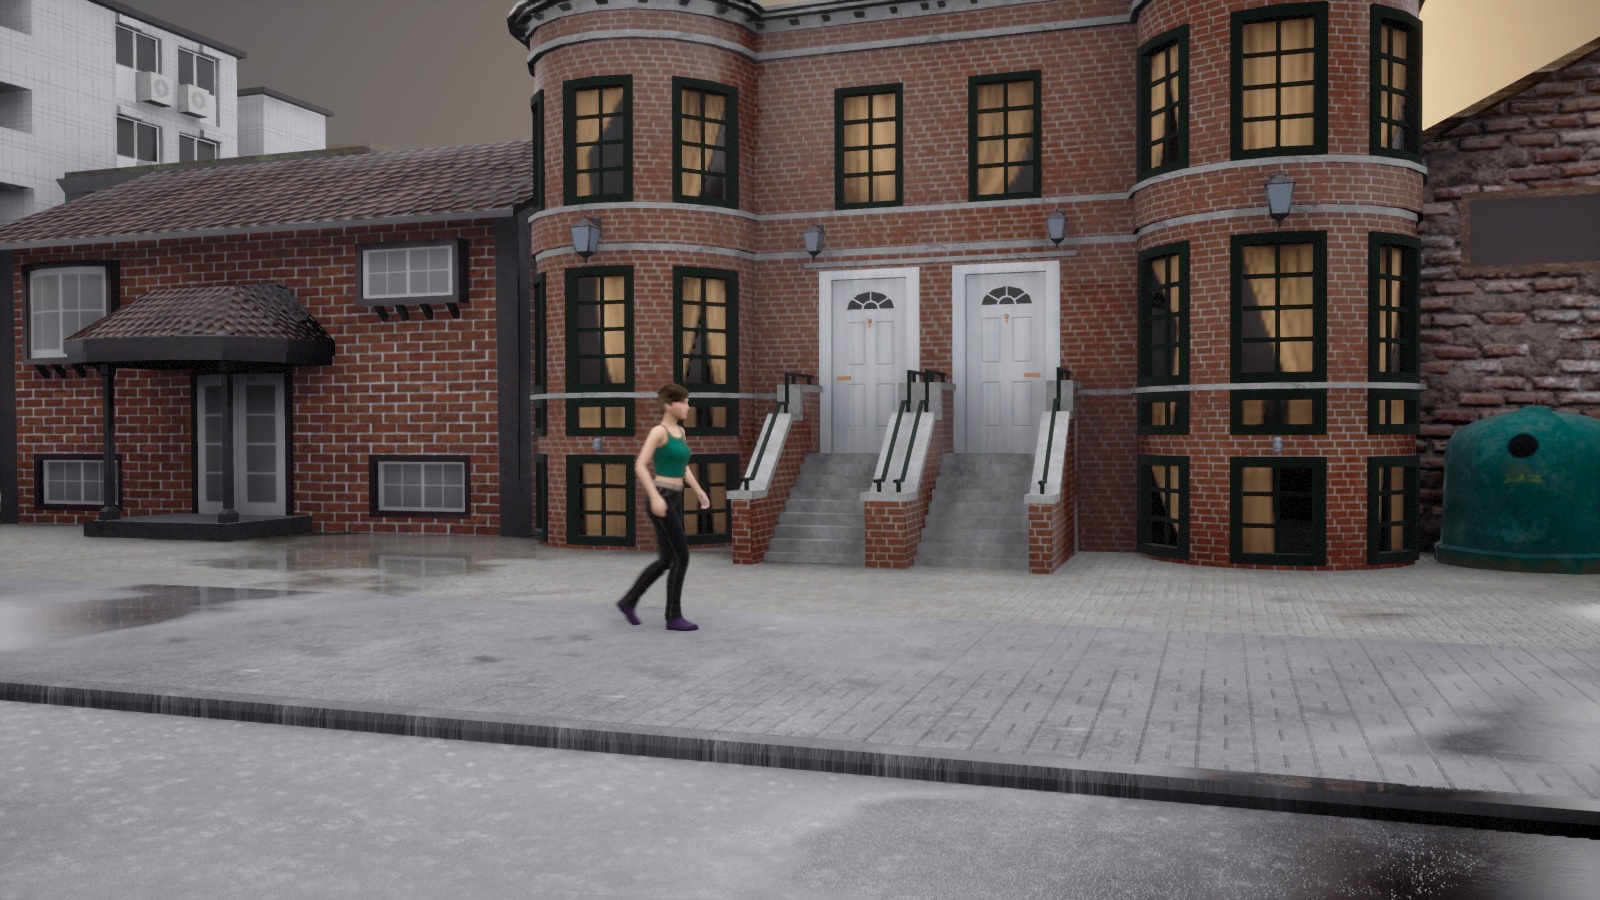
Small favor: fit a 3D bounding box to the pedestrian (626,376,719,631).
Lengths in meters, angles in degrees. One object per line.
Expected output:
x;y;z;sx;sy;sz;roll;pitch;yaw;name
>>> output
-0.938;0.380;9.248;0.594;1.836;0.345;0;1;16;pedestrian
